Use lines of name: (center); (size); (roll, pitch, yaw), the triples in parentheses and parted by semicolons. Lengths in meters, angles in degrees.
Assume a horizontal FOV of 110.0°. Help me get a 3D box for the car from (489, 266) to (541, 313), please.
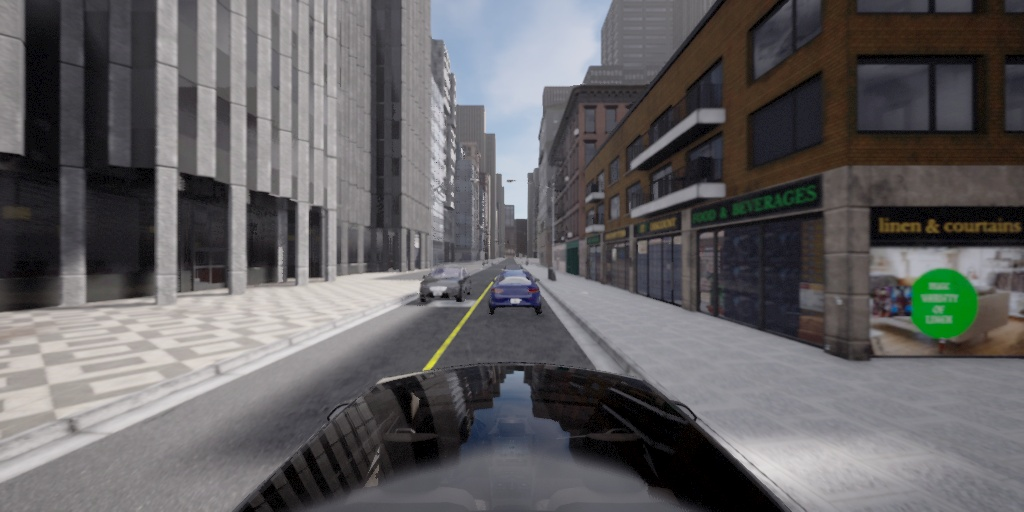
car: (0.103, 1.288, 13.880); (1.812, 1.442, 4.674); (0, 0, 0)

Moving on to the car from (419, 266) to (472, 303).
car: (-3.002, 1.261, 16.973); (2.128, 1.511, 4.902); (0, 0, 0)
